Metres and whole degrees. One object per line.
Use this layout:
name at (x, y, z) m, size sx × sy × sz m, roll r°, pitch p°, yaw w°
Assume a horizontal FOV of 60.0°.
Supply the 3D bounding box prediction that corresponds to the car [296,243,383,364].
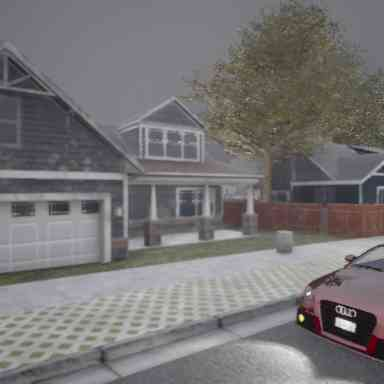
car at (3.682, 1.587, 5.530) m, size 4.181 × 1.385 × 1.994 m, roll 0°, pitch 0°, yaw -34°
